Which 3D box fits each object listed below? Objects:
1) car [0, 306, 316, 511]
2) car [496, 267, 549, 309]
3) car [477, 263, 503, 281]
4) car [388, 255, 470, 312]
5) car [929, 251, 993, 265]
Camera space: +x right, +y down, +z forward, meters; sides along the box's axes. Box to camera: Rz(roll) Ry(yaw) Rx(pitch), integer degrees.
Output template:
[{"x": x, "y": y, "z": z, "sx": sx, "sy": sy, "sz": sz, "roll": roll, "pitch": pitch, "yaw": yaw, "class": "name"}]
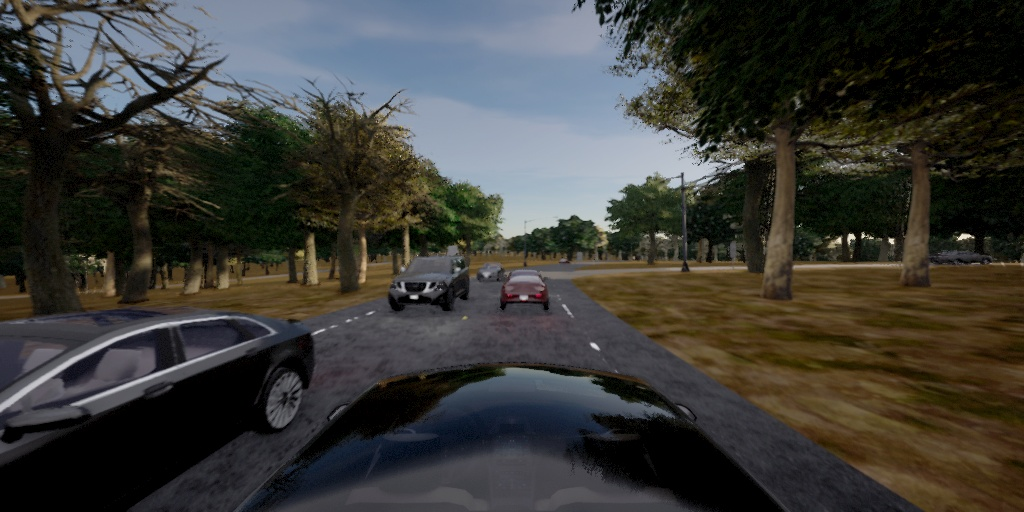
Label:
[{"x": -3.523, "y": 1.238, "z": 2.744, "sx": 2.128, "sy": 1.511, "sz": 4.902, "roll": 0, "pitch": 0, "yaw": 1, "class": "car"}, {"x": 0.555, "y": 1.309, "z": 15.067, "sx": 1.812, "sy": 1.442, "sz": 4.674, "roll": 0, "pitch": 0, "yaw": 3, "class": "car"}, {"x": -1.729, "y": 1.333, "z": 30.742, "sx": 2.128, "sy": 1.511, "sz": 4.902, "roll": 0, "pitch": 0, "yaw": 7, "class": "car"}, {"x": -3.143, "y": 0.988, "z": 14.841, "sx": 2.150, "sy": 2.045, "sz": 5.566, "roll": 0, "pitch": 1, "yaw": 3, "class": "car"}, {"x": 49.397, "y": 0.210, "z": 39.338, "sx": 4.902, "sy": 1.511, "sz": 2.128, "roll": -1, "pitch": 0, "yaw": 5, "class": "car"}]
